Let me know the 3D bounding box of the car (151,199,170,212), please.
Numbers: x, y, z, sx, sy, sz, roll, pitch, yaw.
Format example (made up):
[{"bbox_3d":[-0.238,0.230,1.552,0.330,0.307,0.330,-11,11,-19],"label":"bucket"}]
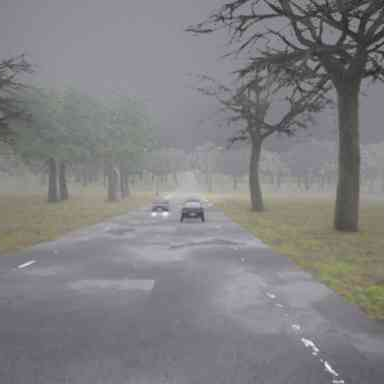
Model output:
[{"bbox_3d":[-3.520,1.478,38.703,2.033,1.411,5.357,0,1,0],"label":"car"}]

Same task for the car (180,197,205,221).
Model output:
[{"bbox_3d":[0.058,1.505,27.720,1.882,1.535,5.008,0,0,0],"label":"car"}]
